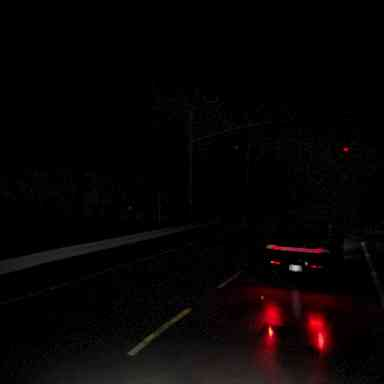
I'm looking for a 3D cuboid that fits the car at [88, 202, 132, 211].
[{"bbox_3d":[-9.076,1.742,36.533,4.718,1.301,1.895,0,0,24],"label":"car"}]

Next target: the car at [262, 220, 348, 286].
[{"bbox_3d":[3.452,1.575,9.900,2.128,1.511,4.902,0,0,26],"label":"car"}]
